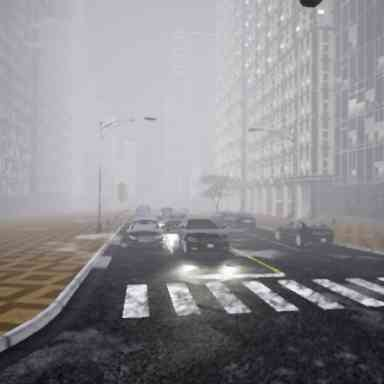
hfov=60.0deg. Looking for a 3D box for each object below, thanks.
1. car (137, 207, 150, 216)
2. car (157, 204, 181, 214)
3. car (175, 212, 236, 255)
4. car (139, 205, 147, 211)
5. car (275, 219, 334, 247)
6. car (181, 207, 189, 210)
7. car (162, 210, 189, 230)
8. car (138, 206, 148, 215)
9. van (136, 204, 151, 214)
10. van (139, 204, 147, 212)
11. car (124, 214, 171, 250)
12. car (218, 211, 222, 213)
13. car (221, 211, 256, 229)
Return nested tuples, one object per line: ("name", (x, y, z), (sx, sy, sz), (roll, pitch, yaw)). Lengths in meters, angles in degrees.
("car", (-8.171, 3.183, 55.699), (2.008, 1.369, 4.403), (0, -2, -8))
("car", (-2.859, 2.470, 37.896), (2.097, 1.767, 4.553), (1, -2, -8))
("car", (0.452, 1.930, 15.660), (1.882, 1.535, 5.008), (1, -2, -6))
("car", (-12.329, 4.037, 83.502), (1.887, 1.381, 4.507), (0, -2, -8))
("car", (5.938, 2.119, 18.010), (2.008, 1.369, 4.403), (0, -2, -8))
("car", (-1.547, 3.660, 68.057), (1.802, 1.307, 4.206), (0, -2, -8))
("car", (-1.024, 2.310, 25.573), (1.994, 1.385, 4.181), (1, -2, -8))
("car", (-8.978, 3.323, 61.093), (1.752, 1.417, 4.829), (0, -2, -8))
("van", (-5.678, 2.468, 39.023), (1.690, 1.788, 3.998), (0, -2, -8))
("van", (-10.668, 3.488, 72.387), (1.690, 1.788, 3.998), (0, -2, -8))
("car", (-2.349, 2.016, 16.772), (2.008, 1.369, 4.403), (0, -2, -8))
("car", (3.444, 2.629, 34.692), (1.947, 1.339, 4.313), (0, -2, -8))
("car", (4.275, 2.463, 29.131), (1.947, 1.339, 4.313), (0, -2, -8))
